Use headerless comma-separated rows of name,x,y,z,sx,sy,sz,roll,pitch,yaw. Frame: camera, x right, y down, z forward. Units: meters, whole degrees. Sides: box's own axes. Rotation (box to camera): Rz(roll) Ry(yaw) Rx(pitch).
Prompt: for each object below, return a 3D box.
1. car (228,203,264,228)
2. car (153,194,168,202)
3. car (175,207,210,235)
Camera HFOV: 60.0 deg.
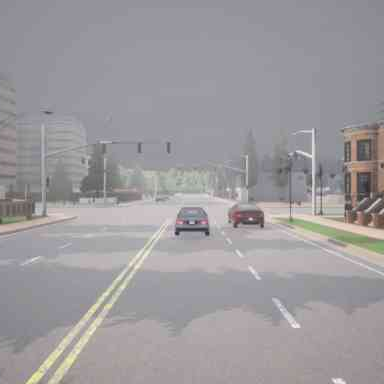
car,3.528,1.477,22.352,1.882,1.535,5.008,0,0,0
car,-7.171,1.477,74.459,1.882,1.535,5.008,0,0,0
car,0.017,1.547,18.716,2.033,1.411,5.357,0,0,0
